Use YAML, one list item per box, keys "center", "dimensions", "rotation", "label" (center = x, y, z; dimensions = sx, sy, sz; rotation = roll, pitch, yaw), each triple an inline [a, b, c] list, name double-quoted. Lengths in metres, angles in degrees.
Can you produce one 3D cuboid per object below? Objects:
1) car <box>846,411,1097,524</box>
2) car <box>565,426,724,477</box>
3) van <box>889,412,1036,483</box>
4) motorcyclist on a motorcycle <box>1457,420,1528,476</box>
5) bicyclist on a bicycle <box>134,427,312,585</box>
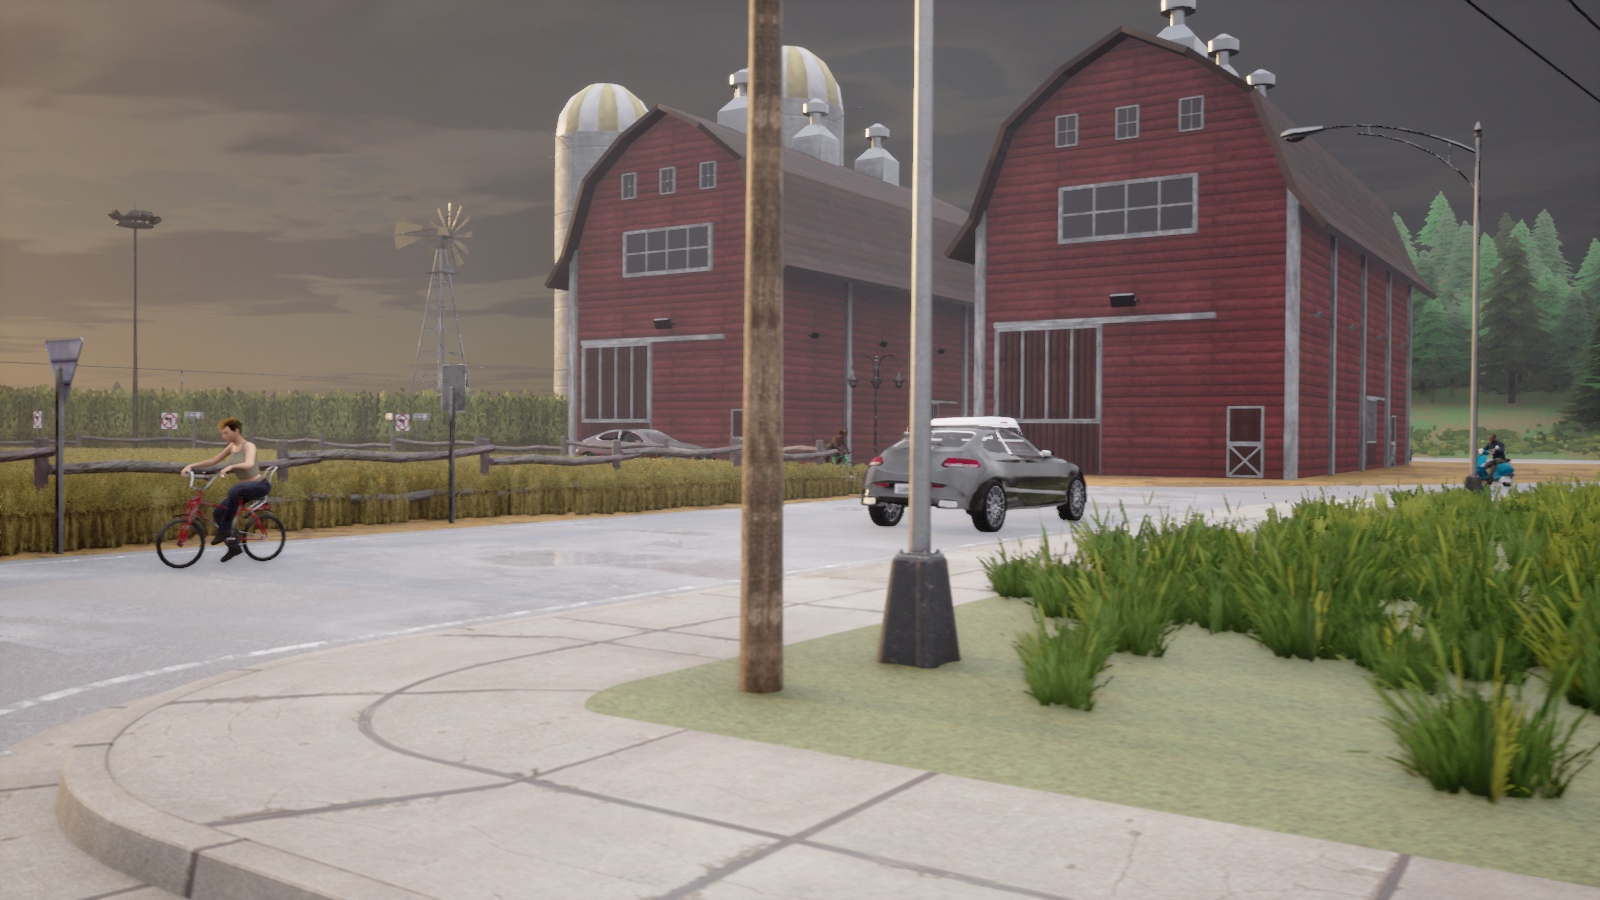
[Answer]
- center: [3.023, 0.213, 21.050]
  dimensions: [2.152, 1.651, 5.027]
  rotation: [0, 1, 34]
  label: "car"
- center: [-5.262, 0.035, 42.260]
  dimensions: [5.027, 1.651, 2.152]
  rotation: [0, 1, 31]
  label: "car"
- center: [4.938, -0.086, 38.813]
  dimensions: [2.069, 2.038, 4.480]
  rotation: [0, 0, -33]
  label: "van"
- center: [20.374, -0.061, 36.939]
  dimensions: [1.817, 1.590, 0.866]
  rotation: [-1, 1, -22]
  label: "motorcyclist on a motorcycle"
- center: [-6.252, 0.563, 13.664]
  dimensions: [0.866, 1.612, 1.509]
  rotation: [0, 1, 35]
  label: "bicyclist on a bicycle"
